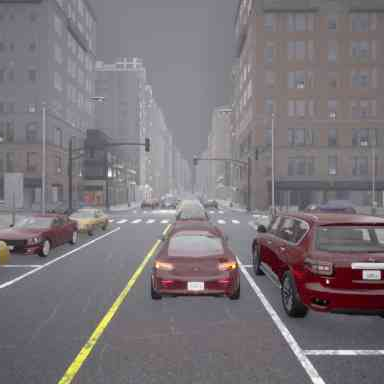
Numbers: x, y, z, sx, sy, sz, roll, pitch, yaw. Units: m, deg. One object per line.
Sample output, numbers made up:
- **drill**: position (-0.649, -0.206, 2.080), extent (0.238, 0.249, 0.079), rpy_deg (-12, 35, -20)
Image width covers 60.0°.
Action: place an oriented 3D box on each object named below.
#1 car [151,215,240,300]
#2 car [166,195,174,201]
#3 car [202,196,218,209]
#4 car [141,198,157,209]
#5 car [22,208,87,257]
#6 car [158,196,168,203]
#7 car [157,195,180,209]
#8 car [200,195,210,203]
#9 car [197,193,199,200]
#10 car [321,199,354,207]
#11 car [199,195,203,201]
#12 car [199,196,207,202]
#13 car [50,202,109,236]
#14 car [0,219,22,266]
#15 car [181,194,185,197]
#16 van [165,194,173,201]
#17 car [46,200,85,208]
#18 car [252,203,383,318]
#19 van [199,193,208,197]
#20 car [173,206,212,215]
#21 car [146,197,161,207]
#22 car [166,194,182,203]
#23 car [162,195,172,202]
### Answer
- **car**: position (0.077, 1.528, 8.290), extent (1.812, 1.442, 4.674), rpy_deg (0, 0, 0)
- **car**: position (-5.940, 1.616, 90.988), extent (1.802, 1.307, 4.206), rpy_deg (1, 0, 0)
- **car**: position (2.631, 1.593, 45.605), extent (1.802, 1.307, 4.206), rpy_deg (1, 0, 0)
- **car**: position (-5.895, 1.556, 45.606), extent (1.887, 1.381, 4.507), rpy_deg (1, 0, 0)
- **car**: position (-5.862, 1.548, 12.962), extent (1.887, 1.381, 4.507), rpy_deg (1, 0, 0)
- **car**: position (-5.917, 1.602, 68.297), extent (1.802, 1.307, 4.206), rpy_deg (1, 0, 0)
- **car**: position (-3.129, 1.503, 45.517), extent (2.128, 1.511, 4.902), rpy_deg (0, 0, 1)
- **car**: position (2.625, 1.595, 51.278), extent (1.802, 1.307, 4.206), rpy_deg (1, 0, 0)
- **car**: position (2.611, 1.335, 68.299), extent (2.192, 1.841, 5.009), rpy_deg (1, 0, 0)
- **car**: position (13.566, 1.503, 32.822), extent (4.553, 1.767, 2.097), rpy_deg (0, -1, 0)
- **car**: position (2.620, 1.597, 56.952), extent (1.802, 1.307, 4.206), rpy_deg (1, 0, 0)
- **car**: position (2.597, 1.609, 79.645), extent (1.802, 1.307, 4.206), rpy_deg (1, 0, 0)
- **car**: position (-5.868, 1.529, 18.416), extent (1.752, 1.417, 4.829), rpy_deg (1, 0, 0)
- **car**: position (-5.856, 1.527, 7.167), extent (1.752, 1.417, 4.829), rpy_deg (1, 0, 0)
- **car**: position (-3.082, 1.568, 67.568), extent (2.033, 1.411, 5.357), rpy_deg (0, 0, 0)
- **van**: position (-5.932, 1.372, 85.316), extent (1.690, 1.788, 3.998), rpy_deg (1, 0, 0)
- **car**: position (-10.493, 1.462, 30.354), extent (5.357, 1.411, 2.033), rpy_deg (1, -1, -9)
- **car**: position (2.671, 1.317, 7.337), extent (2.192, 1.841, 5.009), rpy_deg (1, 0, 0)
- **van**: position (2.616, 1.359, 62.626), extent (1.690, 1.788, 3.998), rpy_deg (1, 0, 0)
- **car**: position (0.046, 1.605, 17.468), extent (1.895, 1.301, 4.718), rpy_deg (0, 0, 0)
- **car**: position (-5.900, 1.558, 51.279), extent (1.887, 1.381, 4.507), rpy_deg (1, 0, 0)
- **car**: position (-3.143, 1.562, 56.123), extent (2.033, 1.411, 5.357), rpy_deg (0, 0, 0)
- **car**: position (-5.927, 1.467, 79.643), extent (1.967, 1.590, 4.097), rpy_deg (1, 0, 0)
